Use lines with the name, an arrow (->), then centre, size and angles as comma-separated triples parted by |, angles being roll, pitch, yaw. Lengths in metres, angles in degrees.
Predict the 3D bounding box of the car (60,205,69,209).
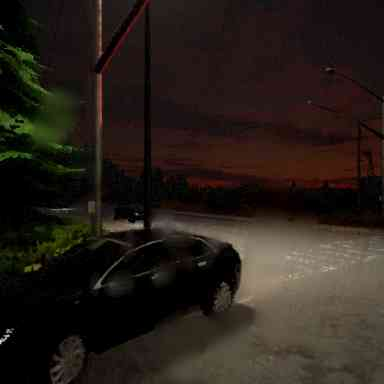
car -> -18.351, 1.585, 45.799 | 1.994, 1.385, 4.181 | 0, 0, -34

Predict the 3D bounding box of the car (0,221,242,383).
car -> -1.082, 1.430, 5.407 | 1.837, 1.490, 4.892 | -1, 0, 43

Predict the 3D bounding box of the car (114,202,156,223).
car -> -4.534, 1.546, 25.689 | 1.812, 1.442, 4.674 | 0, 0, -35
